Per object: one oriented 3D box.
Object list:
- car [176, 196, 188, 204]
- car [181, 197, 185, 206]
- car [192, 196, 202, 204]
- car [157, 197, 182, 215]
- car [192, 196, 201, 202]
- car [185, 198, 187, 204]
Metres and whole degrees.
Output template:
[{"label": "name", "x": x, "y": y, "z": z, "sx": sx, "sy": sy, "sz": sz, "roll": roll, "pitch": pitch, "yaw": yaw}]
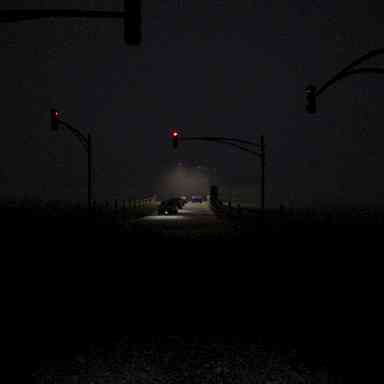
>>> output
[{"label": "car", "x": -1.903, "y": 1.581, "z": 63.799, "sx": 1.994, "sy": 1.385, "sz": 4.181, "roll": 0, "pitch": 0, "yaw": 2}, {"label": "car", "x": -2.251, "y": 1.514, "z": 43.946, "sx": 1.837, "sy": 1.490, "sz": 4.892, "roll": 0, "pitch": 0, "yaw": 1}, {"label": "car", "x": 1.029, "y": 1.495, "z": 65.906, "sx": 1.882, "sy": 1.535, "sz": 5.008, "roll": 0, "pitch": 0, "yaw": 1}, {"label": "car", "x": -2.402, "y": 1.553, "z": 34.169, "sx": 2.033, "sy": 1.411, "sz": 5.357, "roll": 0, "pitch": 0, "yaw": 0}, {"label": "car", "x": 1.090, "y": 1.617, "z": 75.940, "sx": 1.895, "sy": 1.301, "sz": 4.718, "roll": 0, "pitch": 0, "yaw": 1}, {"label": "car", "x": -2.104, "y": 1.560, "z": 53.794, "sx": 2.033, "sy": 1.411, "sz": 5.357, "roll": 0, "pitch": 0, "yaw": 1}]
